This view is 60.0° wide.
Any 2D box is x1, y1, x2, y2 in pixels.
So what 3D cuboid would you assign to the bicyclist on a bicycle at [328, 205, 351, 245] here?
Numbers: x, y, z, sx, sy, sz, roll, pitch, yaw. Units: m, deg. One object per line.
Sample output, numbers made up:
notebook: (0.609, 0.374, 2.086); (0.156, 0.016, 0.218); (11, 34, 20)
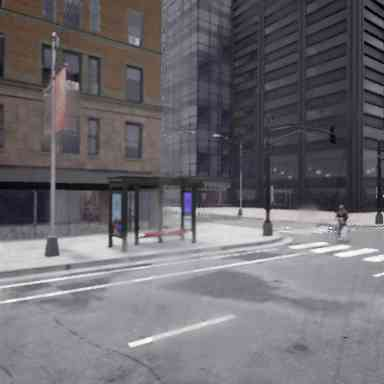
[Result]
bicyclist on a bicycle: (6.684, 1.468, 15.079); (1.843, 1.776, 0.659); (1, -1, -35)
